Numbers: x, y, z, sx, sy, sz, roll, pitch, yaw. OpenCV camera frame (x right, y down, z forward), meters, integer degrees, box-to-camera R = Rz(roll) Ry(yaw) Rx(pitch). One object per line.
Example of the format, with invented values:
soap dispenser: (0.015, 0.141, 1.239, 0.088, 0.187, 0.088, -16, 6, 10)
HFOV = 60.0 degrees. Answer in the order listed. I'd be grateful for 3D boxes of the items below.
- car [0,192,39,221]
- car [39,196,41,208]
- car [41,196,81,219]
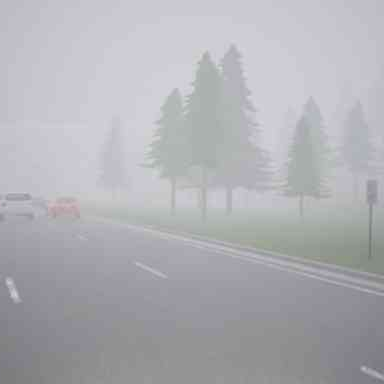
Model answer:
car: (-13.227, 0.981, 24.833, 2.150, 2.045, 5.566, 1, 0, -33)
car: (-18.271, 1.155, 39.016, 2.128, 1.511, 4.902, 1, 0, -33)
car: (-10.664, 1.154, 27.307, 2.097, 1.767, 4.553, 1, 0, -33)
